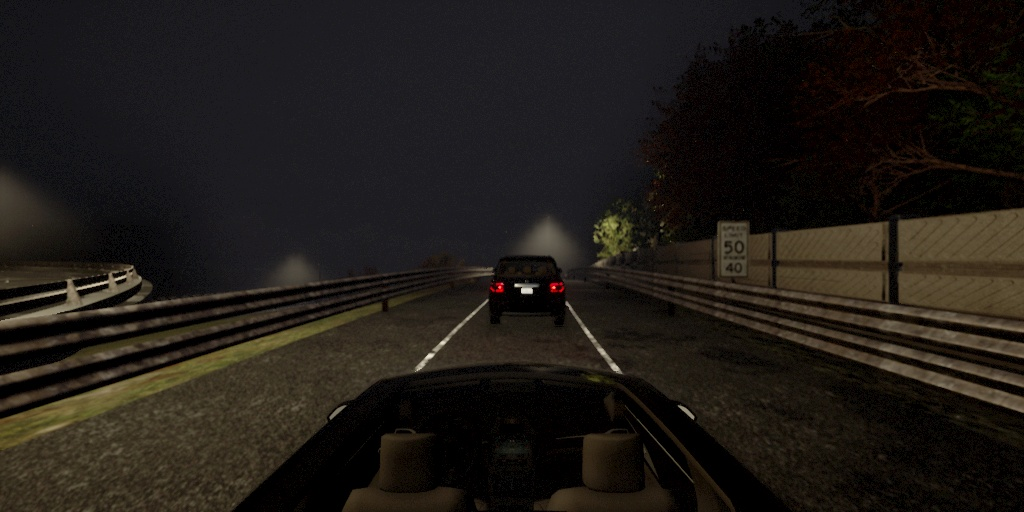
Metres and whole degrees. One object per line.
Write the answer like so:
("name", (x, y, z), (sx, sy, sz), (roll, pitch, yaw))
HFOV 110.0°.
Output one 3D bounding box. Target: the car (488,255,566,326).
("car", (0.513, 0.977, 11.895), (2.150, 2.045, 5.566), (0, 0, 3))
